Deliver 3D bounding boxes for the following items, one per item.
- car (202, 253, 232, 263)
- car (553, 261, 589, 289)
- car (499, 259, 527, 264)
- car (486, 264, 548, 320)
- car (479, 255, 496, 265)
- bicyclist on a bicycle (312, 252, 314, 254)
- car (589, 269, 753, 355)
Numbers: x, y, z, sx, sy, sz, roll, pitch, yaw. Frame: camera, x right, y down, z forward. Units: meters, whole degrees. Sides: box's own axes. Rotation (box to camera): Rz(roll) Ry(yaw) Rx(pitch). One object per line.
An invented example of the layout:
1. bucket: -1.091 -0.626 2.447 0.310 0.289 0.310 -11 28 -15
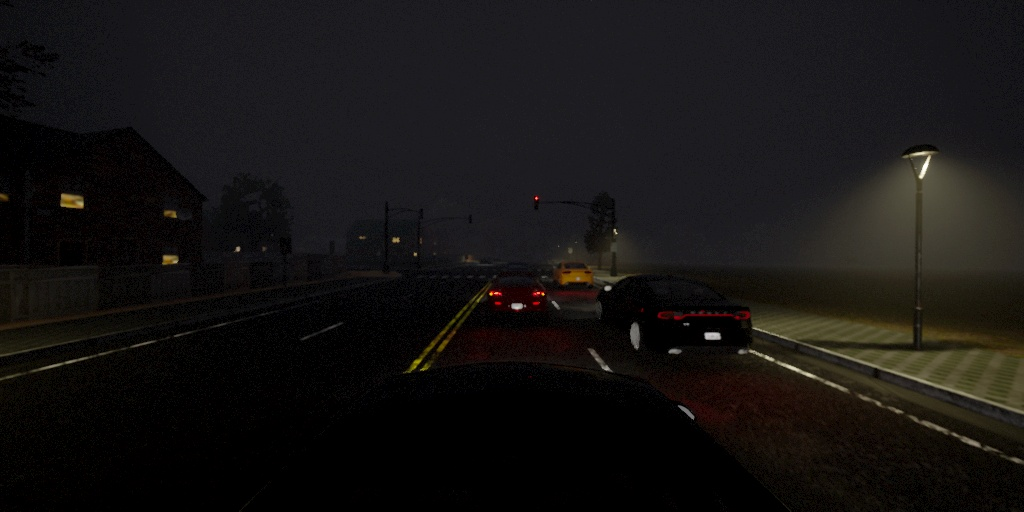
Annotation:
1. car: -33.330 0.313 40.135 5.008 1.535 1.882 1 0 16
2. car: 3.553 1.037 21.481 1.882 1.535 5.008 0 1 1
3. car: 0.303 1.079 22.299 1.812 1.442 4.674 0 1 0
4. car: 0.160 1.175 12.025 1.812 1.442 4.674 0 1 1
5. car: -4.541 0.765 63.414 2.033 1.411 5.357 0 0 4
6. bicyclist on a bicycle: -24.205 0.347 43.674 0.582 1.620 1.656 1 0 16
7. car: 3.386 1.161 8.501 1.882 1.535 5.008 0 1 0
